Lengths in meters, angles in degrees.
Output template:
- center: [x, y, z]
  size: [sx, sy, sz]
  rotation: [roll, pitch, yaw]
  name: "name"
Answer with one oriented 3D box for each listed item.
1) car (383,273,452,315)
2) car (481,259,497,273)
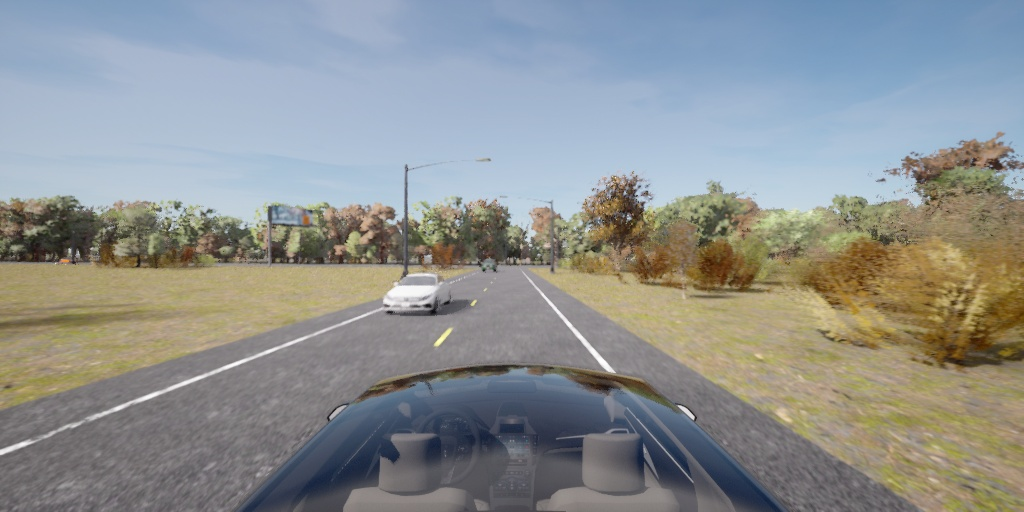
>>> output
- center: [-3.604, 1.411, 14.471]
  size: [1.812, 1.442, 4.674]
  rotation: [0, -1, 0]
  name: "car"
- center: [-3.570, 1.517, 56.443]
  size: [2.150, 2.045, 5.566]
  rotation: [0, -1, 1]
  name: "car"
